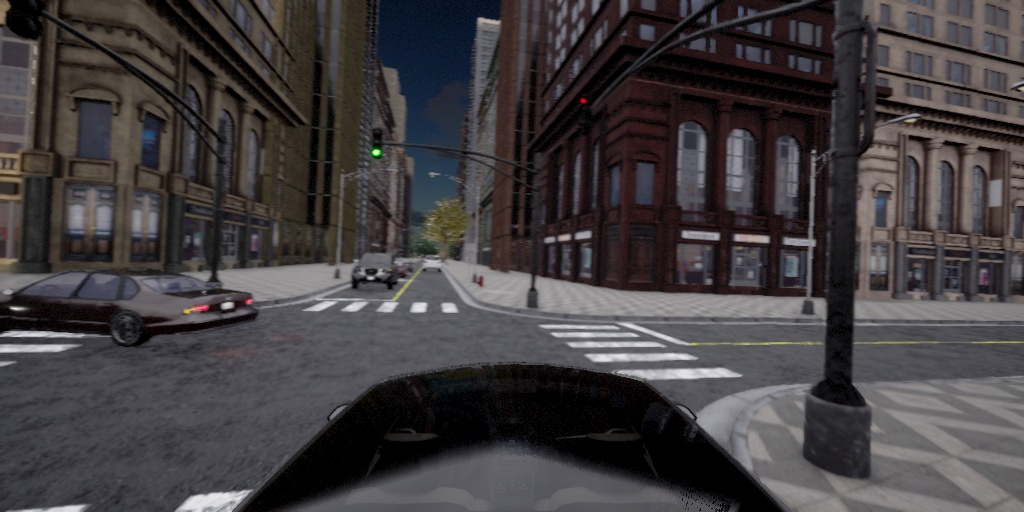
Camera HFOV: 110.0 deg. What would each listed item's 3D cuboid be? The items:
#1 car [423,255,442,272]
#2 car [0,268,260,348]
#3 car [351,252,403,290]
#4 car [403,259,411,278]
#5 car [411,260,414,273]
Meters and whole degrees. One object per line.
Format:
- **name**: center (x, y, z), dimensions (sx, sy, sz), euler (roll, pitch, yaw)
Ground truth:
- **car**: center (-10.371, 0.949, 46.770), dimensions (2.150, 2.045, 5.566), euler (3, -1, -13)
- **car**: center (-8.485, 0.965, 7.662), dimensions (5.357, 1.411, 2.033), euler (3, -1, 3)
- **car**: center (-8.007, 0.799, 21.440), dimensions (2.150, 2.045, 5.566), euler (3, -1, -13)
- **car**: center (-10.206, 1.102, 31.316), dimensions (1.812, 1.442, 4.674), euler (3, -1, -12)
- **car**: center (-12.398, 1.076, 41.524), dimensions (2.128, 1.511, 4.902), euler (3, -1, -12)
